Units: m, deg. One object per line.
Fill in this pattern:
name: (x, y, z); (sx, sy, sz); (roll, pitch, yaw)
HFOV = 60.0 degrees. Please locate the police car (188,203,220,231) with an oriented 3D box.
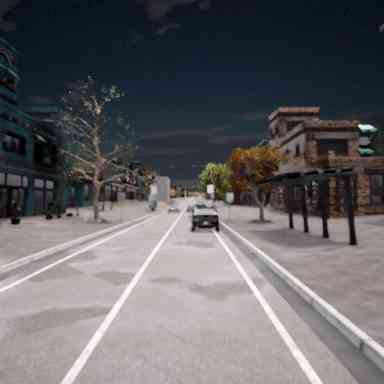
police car: (0.885, 1.833, 23.682); (1.930, 1.638, 5.238); (0, -1, 0)

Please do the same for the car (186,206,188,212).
car: (-0.036, 2.828, 59.814); (2.033, 1.411, 5.357); (0, -1, 0)

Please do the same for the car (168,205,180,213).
car: (-3.093, 2.811, 56.774); (1.895, 1.301, 4.718); (0, -1, 1)

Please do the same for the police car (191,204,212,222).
police car: (0.879, 2.077, 33.679); (1.930, 1.638, 5.238); (0, -1, 0)
